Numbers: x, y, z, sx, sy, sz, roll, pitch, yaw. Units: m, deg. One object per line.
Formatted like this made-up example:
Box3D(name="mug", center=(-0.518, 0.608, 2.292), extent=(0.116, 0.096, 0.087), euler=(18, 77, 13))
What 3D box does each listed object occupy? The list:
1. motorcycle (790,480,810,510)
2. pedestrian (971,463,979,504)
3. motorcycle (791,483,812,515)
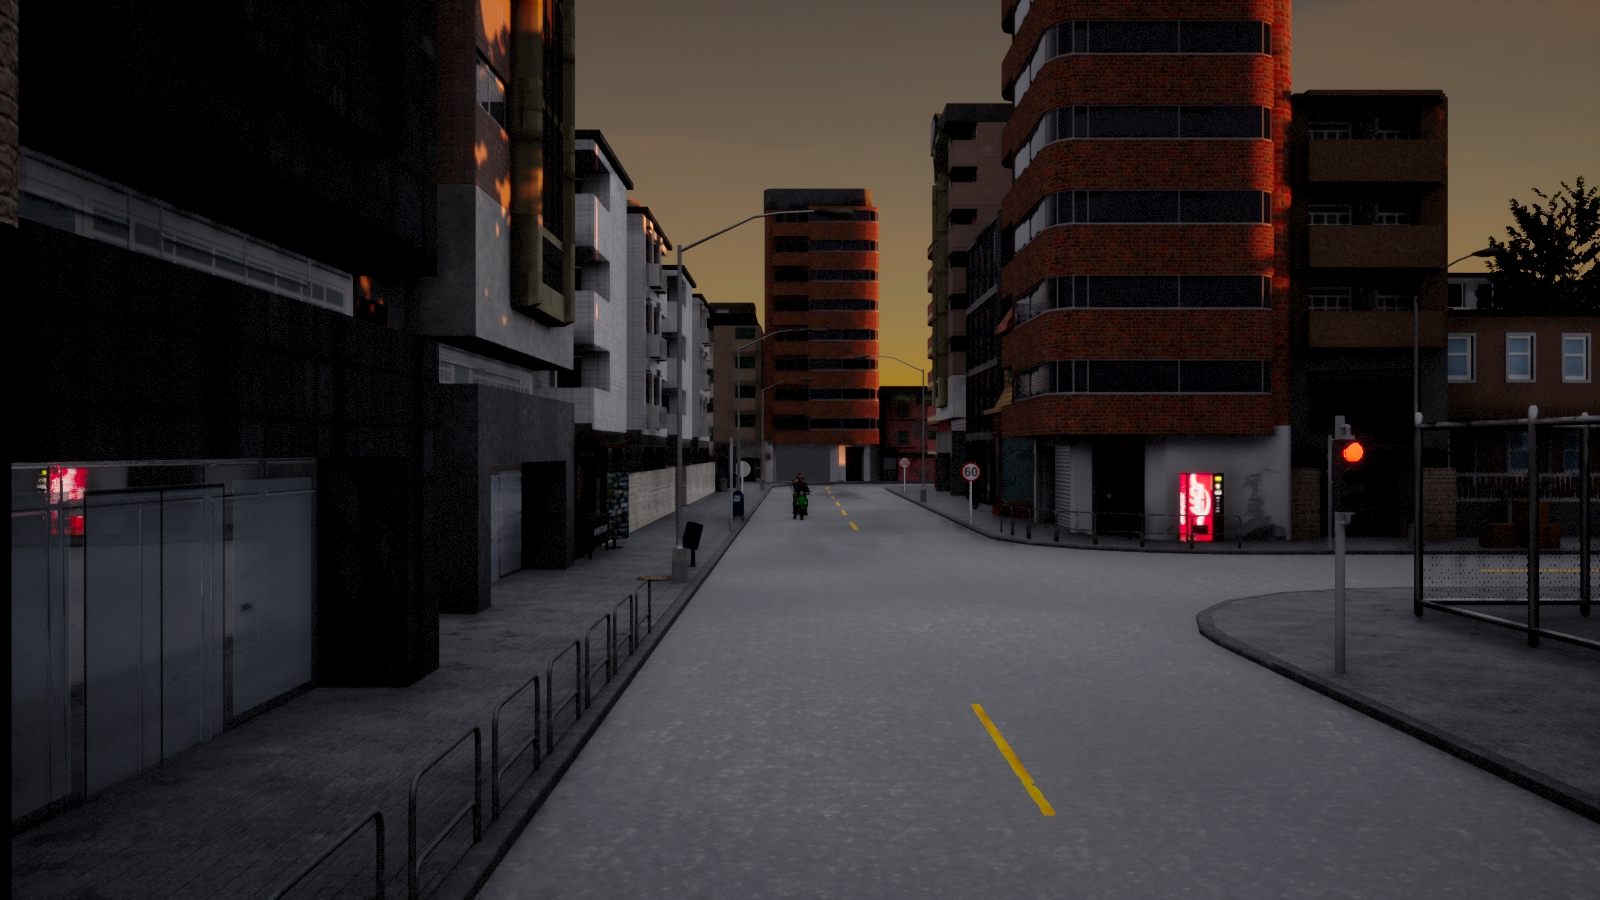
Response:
Box3D(name="motorcycle", center=(0.019, 1.970, 50.389), extent=(0.856, 1.236, 1.805), euler=(0, 0, 0))
Box3D(name="pedestrian", center=(7.962, 1.533, 51.914), extent=(0.375, 1.860, 0.375), euler=(0, 0, 9))
Box3D(name="motorcycle", center=(0.063, 1.970, 46.521), extent=(0.856, 1.236, 1.805), euler=(0, 0, 0))
